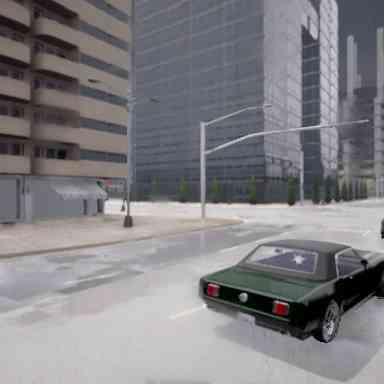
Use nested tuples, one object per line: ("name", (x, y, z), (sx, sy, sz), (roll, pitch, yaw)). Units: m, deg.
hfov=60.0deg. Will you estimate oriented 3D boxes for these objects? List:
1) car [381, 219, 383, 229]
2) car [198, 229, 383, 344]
("car", (10.754, 1.497, 16.726), (1.812, 1.442, 4.674), (0, 0, 37))
("car", (2.358, 1.594, 6.510), (1.895, 1.301, 4.718), (0, 0, 44))
